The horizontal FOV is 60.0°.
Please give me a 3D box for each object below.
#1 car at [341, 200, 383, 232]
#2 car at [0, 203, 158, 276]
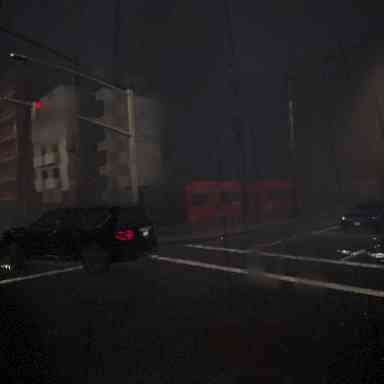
[{"bbox_3d":[9.514,1.195,17.611,1.812,1.442,4.674,-3,-1,44],"label":"car"},{"bbox_3d":[-3.855,1.469,11.139,5.566,2.045,2.150,-3,2,23],"label":"car"}]
